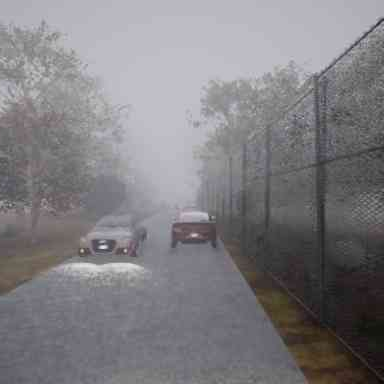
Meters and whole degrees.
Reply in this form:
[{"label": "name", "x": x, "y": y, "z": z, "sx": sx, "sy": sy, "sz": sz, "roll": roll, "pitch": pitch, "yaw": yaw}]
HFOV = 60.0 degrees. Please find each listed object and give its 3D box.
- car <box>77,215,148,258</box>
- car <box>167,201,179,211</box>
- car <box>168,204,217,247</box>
[{"label": "car", "x": -2.864, "y": 1.602, "z": 12.759, "sx": 1.994, "sy": 1.385, "sz": 4.181, "roll": 0, "pitch": 0, "yaw": 0}, {"label": "car", "x": -3.026, "y": 2.199, "z": 53.575, "sx": 2.128, "sy": 1.511, "sz": 4.902, "roll": 0, "pitch": -1, "yaw": 0}, {"label": "car", "x": 0.081, "y": 1.533, "z": 15.321, "sx": 1.882, "sy": 1.535, "sz": 5.008, "roll": 0, "pitch": 0, "yaw": 0}]
